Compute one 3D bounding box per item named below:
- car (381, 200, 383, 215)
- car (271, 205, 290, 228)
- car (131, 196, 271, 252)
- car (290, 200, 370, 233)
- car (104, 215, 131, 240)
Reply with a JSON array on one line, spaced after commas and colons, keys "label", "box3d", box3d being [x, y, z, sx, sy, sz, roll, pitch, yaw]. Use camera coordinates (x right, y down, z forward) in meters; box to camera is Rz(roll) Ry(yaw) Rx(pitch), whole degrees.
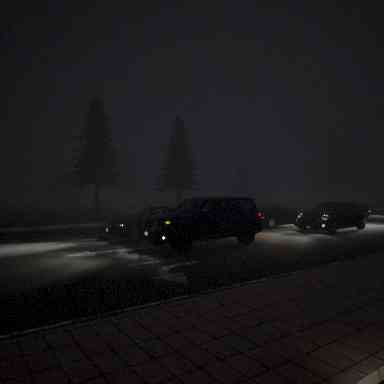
[{"label": "car", "box3d": [20.780, 1.505, 32.822, 4.892, 1.490, 1.837, 0, 0, -35]}, {"label": "car", "box3d": [5.350, 1.564, 21.921, 4.181, 1.385, 1.994, 0, 0, -36]}, {"label": "car", "box3d": [0.538, 1.221, 14.195, 5.566, 2.045, 2.150, 0, 0, -34]}, {"label": "car", "box3d": [8.252, 1.352, 19.685, 4.553, 1.767, 2.097, 0, 0, -35]}, {"label": "car", "box3d": [-1.911, 1.492, 16.740, 4.902, 1.511, 2.128, 0, 0, -35]}]
